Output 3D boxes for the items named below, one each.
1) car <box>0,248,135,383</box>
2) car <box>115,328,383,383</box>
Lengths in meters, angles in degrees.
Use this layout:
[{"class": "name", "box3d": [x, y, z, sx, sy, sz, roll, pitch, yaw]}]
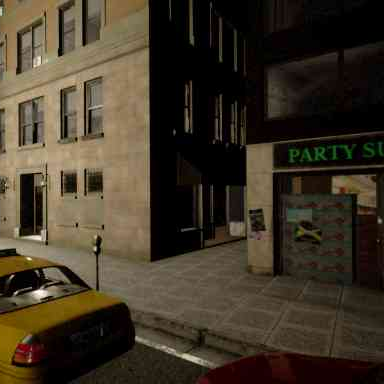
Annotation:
[{"class": "car", "box3d": [-2.987, 1.526, 4.992, 4.829, 1.417, 1.752, 0, -1, 36]}, {"class": "car", "box3d": [1.767, 1.582, 1.594, 4.206, 1.307, 1.802, 0, -1, 36]}]
